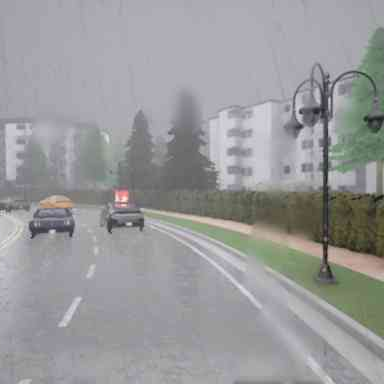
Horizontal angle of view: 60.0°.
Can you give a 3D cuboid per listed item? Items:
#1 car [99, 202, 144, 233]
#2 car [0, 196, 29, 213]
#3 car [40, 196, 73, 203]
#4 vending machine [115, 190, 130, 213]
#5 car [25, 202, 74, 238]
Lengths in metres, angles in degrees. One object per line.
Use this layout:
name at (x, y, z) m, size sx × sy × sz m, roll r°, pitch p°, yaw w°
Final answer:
car at (-3.946, 1.291, 18.232) m, size 2.128 × 1.511 × 4.902 m, roll 0°, pitch 1°, yaw -22°
car at (-17.142, 1.151, 31.785) m, size 2.128 × 1.511 × 4.902 m, roll -1°, pitch 1°, yaw -44°
car at (-13.595, 1.120, 33.148) m, size 1.882 × 1.535 × 5.008 m, roll 0°, pitch 1°, yaw -42°
vending machine at (-6.479, 0.857, 30.913) m, size 1.100 × 2.100 × 0.880 m, roll -1°, pitch 1°, yaw -36°
car at (-7.014, 1.419, 16.764) m, size 1.895 × 1.301 × 4.718 m, roll 0°, pitch 1°, yaw -22°
